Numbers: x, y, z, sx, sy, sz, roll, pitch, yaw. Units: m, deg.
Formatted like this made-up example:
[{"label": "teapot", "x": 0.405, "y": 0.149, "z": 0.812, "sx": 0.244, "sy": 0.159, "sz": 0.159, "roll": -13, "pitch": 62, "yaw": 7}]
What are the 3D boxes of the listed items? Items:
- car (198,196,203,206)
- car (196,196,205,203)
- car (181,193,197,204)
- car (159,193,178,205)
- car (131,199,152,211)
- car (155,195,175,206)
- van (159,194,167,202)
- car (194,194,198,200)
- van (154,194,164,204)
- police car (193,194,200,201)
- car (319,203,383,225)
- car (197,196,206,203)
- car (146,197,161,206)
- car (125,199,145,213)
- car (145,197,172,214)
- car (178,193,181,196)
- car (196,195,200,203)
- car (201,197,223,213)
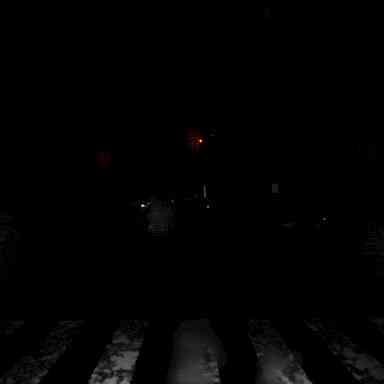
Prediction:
[{"label": "car", "x": 2.210, "y": 1.553, "z": 47.339, "sx": 1.887, "sy": 1.381, "sz": 4.507, "roll": 0, "pitch": 0, "yaw": -1}, {"label": "car", "x": 1.833, "y": 1.589, "z": 73.231, "sx": 1.947, "sy": 1.339, "sz": 4.313, "roll": 0, "pitch": 0, "yaw": -1}, {"label": "car", "x": -0.706, "y": 1.509, "z": 64.903, "sx": 2.128, "sy": 1.511, "sz": 4.902, "roll": 0, "pitch": 0, "yaw": -1}, {"label": "car", "x": -3.732, "y": 1.363, "z": 53.611, "sx": 2.097, "sy": 1.767, "sz": 4.553, "roll": 0, "pitch": 0, "yaw": -1}, {"label": "car", "x": -6.229, "y": 1.557, "z": 41.322, "sx": 2.008, "sy": 1.369, "sz": 4.403, "roll": 0, "pitch": 0, "yaw": -1}, {"label": "car", "x": -3.593, "y": 1.485, "z": 43.548, "sx": 1.882, "sy": 1.535, "sz": 5.008, "roll": 0, "pitch": 0, "yaw": -1}, {"label": "van", "x": -6.757, "y": 1.368, "z": 77.543, "sx": 1.690, "sy": 1.788, "sz": 3.998, "roll": 0, "pitch": 0, "yaw": -1}, {"label": "car", "x": 1.987, "y": 1.567, "z": 62.654, "sx": 2.008, "sy": 1.369, "sz": 4.403, "roll": 0, "pitch": 0, "yaw": -1}, {"label": "van", "x": -6.599, "y": 1.360, "z": 66.717, "sx": 1.690, "sy": 1.788, "sz": 3.998, "roll": 0, "pitch": 0, "yaw": -1}, {"label": "police car", "x": 1.185, "y": 1.463, "z": 90.628, "sx": 1.930, "sy": 1.638, "sz": 5.238, "roll": 0, "pitch": 0, "yaw": -1}, {"label": "car", "x": 10.725, "y": 1.372, "z": 21.239, "sx": 4.718, "sy": 1.301, "sz": 1.895, "roll": -1, "pitch": 0, "yaw": 3}, {"label": "car", "x": 1.907, "y": 1.545, "z": 68.112, "sx": 1.752, "sy": 1.417, "sz": 4.829, "roll": 0, "pitch": 0, "yaw": -1}, {"label": "car", "x": -6.441, "y": 1.579, "z": 55.892, "sx": 1.947, "sy": 1.339, "sz": 4.313, "roll": 0, "pitch": 0, "yaw": -1}, {"label": "car", "x": -6.156, "y": 1.556, "z": 36.330, "sx": 2.008, "sy": 1.369, "sz": 4.403, "roll": 0, "pitch": 0, "yaw": -1}, {"label": "car", "x": -3.473, "y": 1.569, "z": 34.735, "sx": 1.994, "sy": 1.385, "sz": 4.181, "roll": 0, "pitch": 0, "yaw": -2}, {"label": "car", "x": -3.843, "y": 1.508, "z": 63.766, "sx": 2.128, "sy": 1.511, "sz": 4.902, "roll": 0, "pitch": 0, "yaw": 0}, {"label": "car", "x": 2.131, "y": 1.562, "z": 52.783, "sx": 2.008, "sy": 1.369, "sz": 4.403, "roll": 0, "pitch": 0, "yaw": -1}, {"label": "car", "x": 2.369, "y": 1.556, "z": 36.451, "sx": 2.008, "sy": 1.369, "sz": 4.403, "roll": 0, "pitch": 0, "yaw": -1}]
